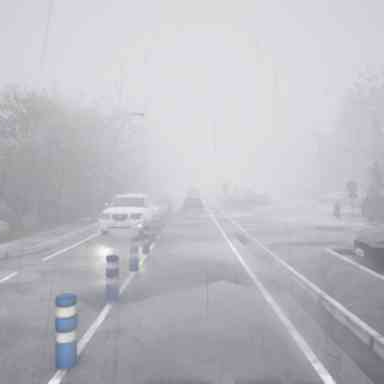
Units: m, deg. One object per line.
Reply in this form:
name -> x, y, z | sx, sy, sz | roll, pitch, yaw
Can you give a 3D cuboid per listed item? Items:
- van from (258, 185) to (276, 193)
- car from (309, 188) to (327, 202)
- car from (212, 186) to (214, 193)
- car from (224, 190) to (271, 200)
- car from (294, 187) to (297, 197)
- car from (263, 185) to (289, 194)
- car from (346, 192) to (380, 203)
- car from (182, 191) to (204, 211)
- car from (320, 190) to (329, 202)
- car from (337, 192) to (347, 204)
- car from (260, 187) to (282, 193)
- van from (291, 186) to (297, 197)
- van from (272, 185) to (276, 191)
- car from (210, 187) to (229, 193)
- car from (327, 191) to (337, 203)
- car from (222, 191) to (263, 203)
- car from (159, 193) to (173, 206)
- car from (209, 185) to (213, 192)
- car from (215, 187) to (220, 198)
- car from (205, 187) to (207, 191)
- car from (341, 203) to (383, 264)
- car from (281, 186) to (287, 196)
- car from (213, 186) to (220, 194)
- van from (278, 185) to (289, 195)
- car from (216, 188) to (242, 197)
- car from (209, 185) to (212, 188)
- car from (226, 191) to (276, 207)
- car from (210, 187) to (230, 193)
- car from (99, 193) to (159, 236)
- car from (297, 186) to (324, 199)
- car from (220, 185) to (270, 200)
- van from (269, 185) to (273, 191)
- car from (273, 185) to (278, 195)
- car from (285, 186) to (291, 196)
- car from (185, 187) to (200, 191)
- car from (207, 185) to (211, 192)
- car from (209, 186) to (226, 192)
van -> 20.448, -0.853, 91.116 | 4.442, 1.987, 1.878 | 0, 1, 0
car -> 19.768, 0.628, 46.706 | 5.366, 1.575, 1.946 | 0, 2, 0
car -> 7.093, -0.031, 69.021 | 4.792, 1.488, 2.163 | 0, 1, 0
car -> 6.833, 0.823, 41.285 | 5.008, 1.535, 2.097 | 0, 2, 0
car -> 19.996, 0.378, 55.009 | 4.792, 1.488, 2.163 | 0, 2, 0
car -> 20.208, -0.595, 79.914 | 5.566, 2.045, 2.435 | 0, 1, 0
car -> 19.856, 1.003, 35.754 | 5.008, 1.535, 2.097 | 0, 2, 0
car -> 0.103, 0.990, 32.593 | 2.128, 1.511, 4.902 | 0, 2, 0
car -> 19.928, 0.765, 43.937 | 4.674, 1.452, 2.002 | 0, 2, 0
car -> 19.916, 0.784, 38.519 | 4.553, 1.767, 2.185 | 0, 2, 0
car -> 20.277, -0.484, 85.459 | 5.008, 1.535, 2.097 | 0, 1, 0
van -> 20.166, 0.027, 57.892 | 4.442, 1.987, 1.878 | 0, 2, 0
van -> 20.282, -0.359, 71.606 | 4.442, 1.987, 1.878 | 0, 1, 0
car -> 7.222, -0.552, 88.448 | 4.892, 1.521, 2.231 | 0, 1, 0
car -> 19.878, 0.849, 41.169 | 4.792, 1.488, 2.163 | 0, 2, 0
car -> 7.060, 0.631, 46.833 | 5.366, 1.575, 1.946 | 0, 2, 0
car -> -3.321, 0.836, 39.766 | 2.033, 1.411, 5.357 | 0, 2, 0
car -> 7.105, -0.242, 77.348 | 4.792, 1.488, 2.163 | 0, 1, 0
car -> 6.736, 0.443, 52.384 | 5.366, 1.575, 1.946 | 0, 2, 0
car -> 7.066, -0.626, 91.224 | 5.366, 1.575, 1.946 | 0, 1, 0
car -> 6.785, 1.176, 8.692 | 4.792, 1.488, 2.163 | 0, 2, 1
car -> 20.124, 0.115, 63.309 | 4.792, 1.488, 2.163 | 0, 2, 0
car -> 6.785, 0.252, 58.054 | 5.366, 1.575, 1.946 | 0, 2, 0
van -> 20.010, -0.216, 66.054 | 4.442, 1.987, 1.878 | 0, 2, 0
car -> 7.010, 0.090, 63.470 | 4.892, 1.521, 2.231 | 0, 2, 0
car -> 7.128, -0.312, 80.123 | 4.792, 1.488, 2.163 | 0, 1, 0
car -> 6.775, 0.947, 38.512 | 4.792, 1.488, 2.163 | 0, 2, 0
car -> 7.211, -0.481, 85.672 | 4.892, 1.521, 2.231 | 0, 1, 0
car -> -3.352, 1.122, 18.181 | 2.150, 2.045, 5.566 | 0, 1, 0
car -> 20.029, 0.191, 52.232 | 5.566, 2.045, 2.435 | 0, 2, 0
car -> 6.879, 0.478, 44.051 | 5.566, 2.045, 2.435 | 0, 2, 0
van -> 20.072, -0.429, 74.377 | 4.442, 1.987, 1.878 | 0, 1, 0
car -> 20.147, -0.063, 68.844 | 5.008, 1.535, 2.097 | 0, 1, 0
car -> 20.101, 0.194, 60.671 | 4.792, 1.488, 2.163 | 0, 2, 1
car -> 0.123, 0.163, 51.714 | 2.150, 2.045, 5.566 | 0, 2, 0
car -> 6.995, -0.415, 82.899 | 5.366, 1.575, 1.946 | 0, 1, 0
car -> 7.244, -0.819, 93.995 | 4.553, 1.767, 2.185 | 0, 1, 0
